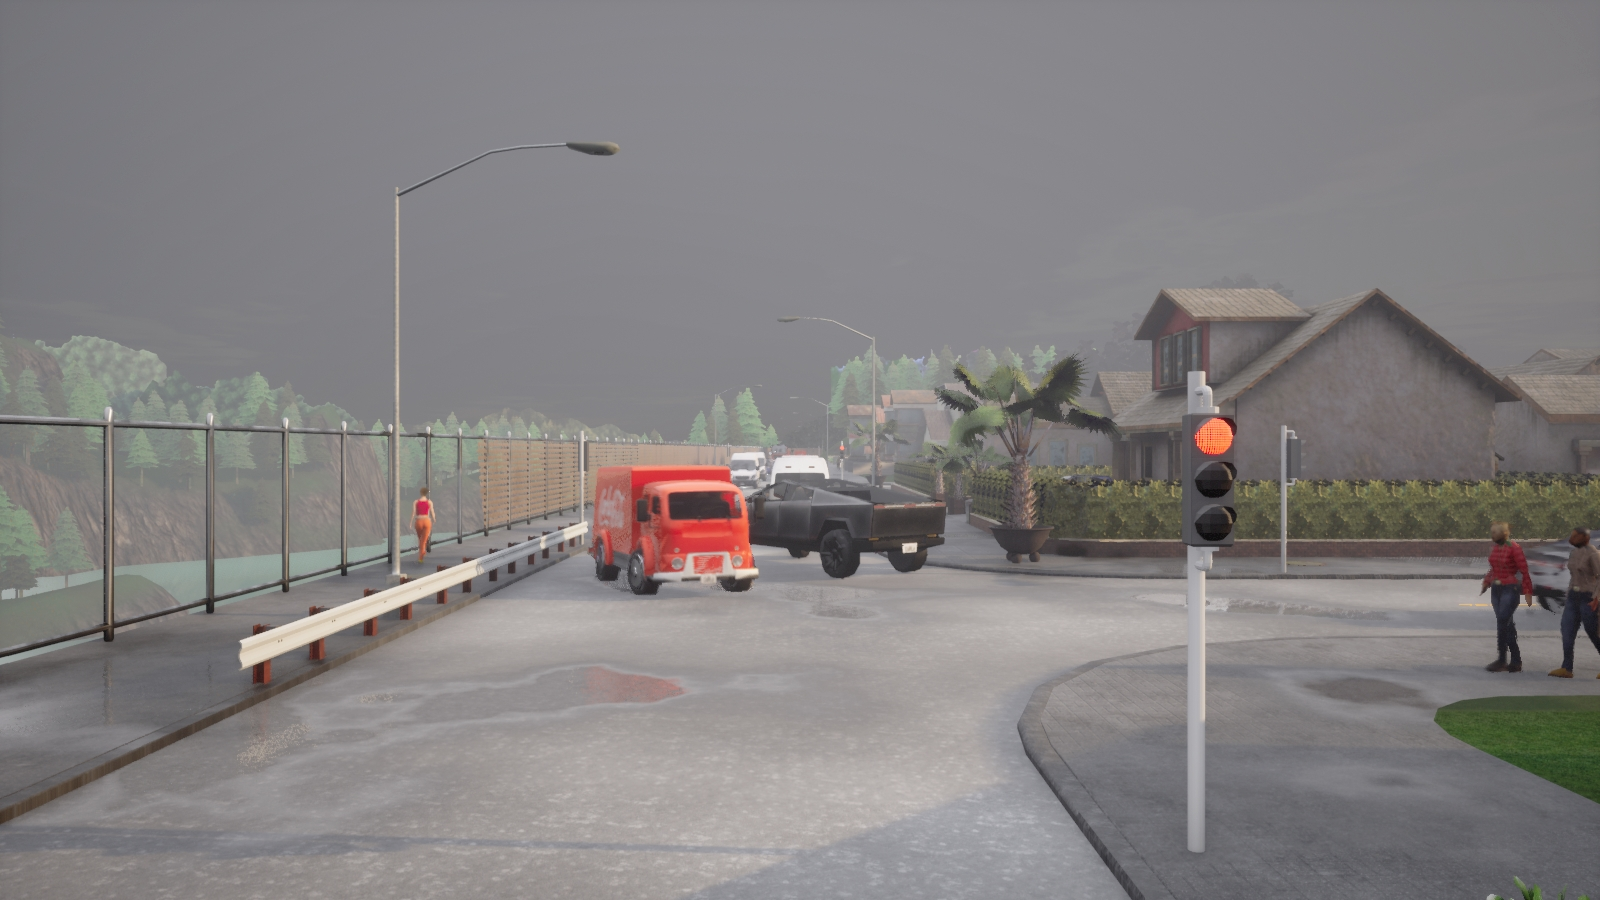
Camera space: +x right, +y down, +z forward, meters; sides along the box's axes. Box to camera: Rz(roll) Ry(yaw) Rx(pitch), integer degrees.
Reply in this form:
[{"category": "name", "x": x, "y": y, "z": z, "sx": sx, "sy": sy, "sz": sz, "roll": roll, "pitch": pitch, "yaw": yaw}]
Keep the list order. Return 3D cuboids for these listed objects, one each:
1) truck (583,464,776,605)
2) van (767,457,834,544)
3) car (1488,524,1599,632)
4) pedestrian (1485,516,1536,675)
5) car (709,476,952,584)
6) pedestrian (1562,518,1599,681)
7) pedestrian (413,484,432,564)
[{"category": "truck", "x": -2.642, "y": 1.555, "z": 23.509, "sx": 2.627, "sy": 2.467, "sz": 5.204, "roll": 0, "pitch": 0, "yaw": -22}, {"category": "van", "x": 0.006, "y": 1.511, "z": 36.872, "sx": 1.988, "sy": 2.561, "sz": 5.915, "roll": 0, "pitch": 0, "yaw": 0}, {"category": "car", "x": 14.261, "y": 2.035, "z": 18.555, "sx": 4.902, "sy": 1.511, "sz": 2.128, "roll": 0, "pitch": 0, "yaw": 0}, {"category": "pedestrian", "x": 8.535, "y": 1.736, "z": 13.726, "sx": 0.375, "sy": 1.860, "sz": 0.375, "roll": 0, "pitch": 0, "yaw": -4}, {"category": "car", "x": 0.520, "y": 1.736, "z": 26.916, "sx": 2.390, "sy": 2.098, "sz": 6.274, "roll": 0, "pitch": 0, "yaw": -36}, {"category": "pedestrian", "x": 9.215, "y": 1.736, "z": 13.351, "sx": 0.375, "sy": 1.860, "sz": 0.375, "roll": 0, "pitch": 0, "yaw": 0}, {"category": "pedestrian", "x": -8.842, "y": 1.727, "z": 26.752, "sx": 0.375, "sy": 1.860, "sz": 0.375, "roll": 0, "pitch": 0, "yaw": -10}]
